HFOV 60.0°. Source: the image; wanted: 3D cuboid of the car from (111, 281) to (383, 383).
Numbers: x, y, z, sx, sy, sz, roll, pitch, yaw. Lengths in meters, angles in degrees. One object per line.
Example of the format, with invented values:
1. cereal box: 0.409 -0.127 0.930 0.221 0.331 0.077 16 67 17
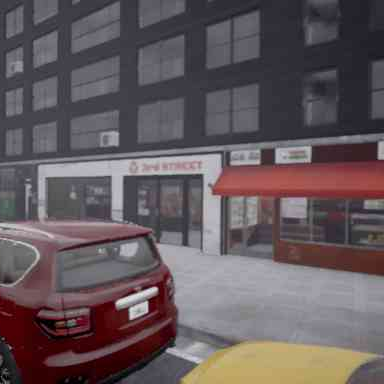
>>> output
1. car: 1.914 1.526 1.712 4.829 1.417 1.752 0 1 35

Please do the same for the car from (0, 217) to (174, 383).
1. car: -2.499 1.307 4.850 5.009 1.841 2.192 0 1 35
